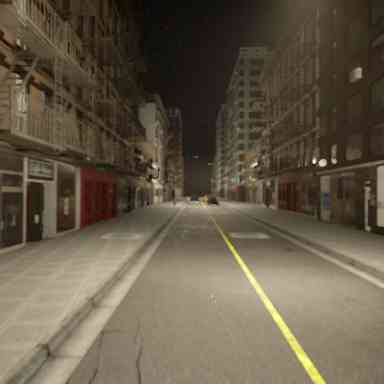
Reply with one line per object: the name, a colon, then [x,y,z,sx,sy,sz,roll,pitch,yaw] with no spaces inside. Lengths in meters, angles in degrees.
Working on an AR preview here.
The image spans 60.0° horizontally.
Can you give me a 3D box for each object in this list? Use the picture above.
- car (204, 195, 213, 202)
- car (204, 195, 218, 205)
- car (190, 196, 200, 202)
car: [3.692,1.468,76.626,1.882,1.535,5.008,0,0,1]
car: [3.626,1.537,58.756,1.812,1.442,4.674,0,0,1]
car: [0.685,1.522,75.849,1.994,1.385,4.181,0,0,1]
